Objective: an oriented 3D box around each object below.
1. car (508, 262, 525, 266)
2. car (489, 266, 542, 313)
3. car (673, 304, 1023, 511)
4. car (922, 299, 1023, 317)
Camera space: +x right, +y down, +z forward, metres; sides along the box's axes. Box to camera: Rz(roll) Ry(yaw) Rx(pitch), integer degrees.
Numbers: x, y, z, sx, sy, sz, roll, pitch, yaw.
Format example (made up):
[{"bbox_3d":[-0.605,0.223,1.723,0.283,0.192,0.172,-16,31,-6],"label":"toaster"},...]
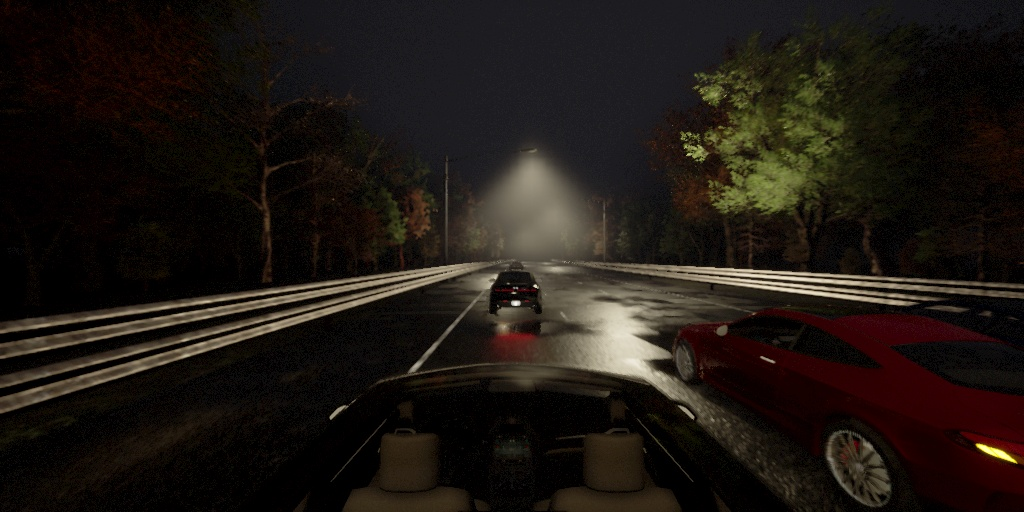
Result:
[{"bbox_3d":[0.571,1.473,45.641,1.837,1.490,4.892,0,0,1],"label":"car"},{"bbox_3d":[0.144,1.319,14.365,1.837,1.490,4.892,0,0,0],"label":"car"},{"bbox_3d":[3.602,1.289,4.103,1.812,1.442,4.674,0,0,0],"label":"car"},{"bbox_3d":[7.105,1.337,5.439,1.994,1.385,4.181,0,0,0],"label":"car"}]
